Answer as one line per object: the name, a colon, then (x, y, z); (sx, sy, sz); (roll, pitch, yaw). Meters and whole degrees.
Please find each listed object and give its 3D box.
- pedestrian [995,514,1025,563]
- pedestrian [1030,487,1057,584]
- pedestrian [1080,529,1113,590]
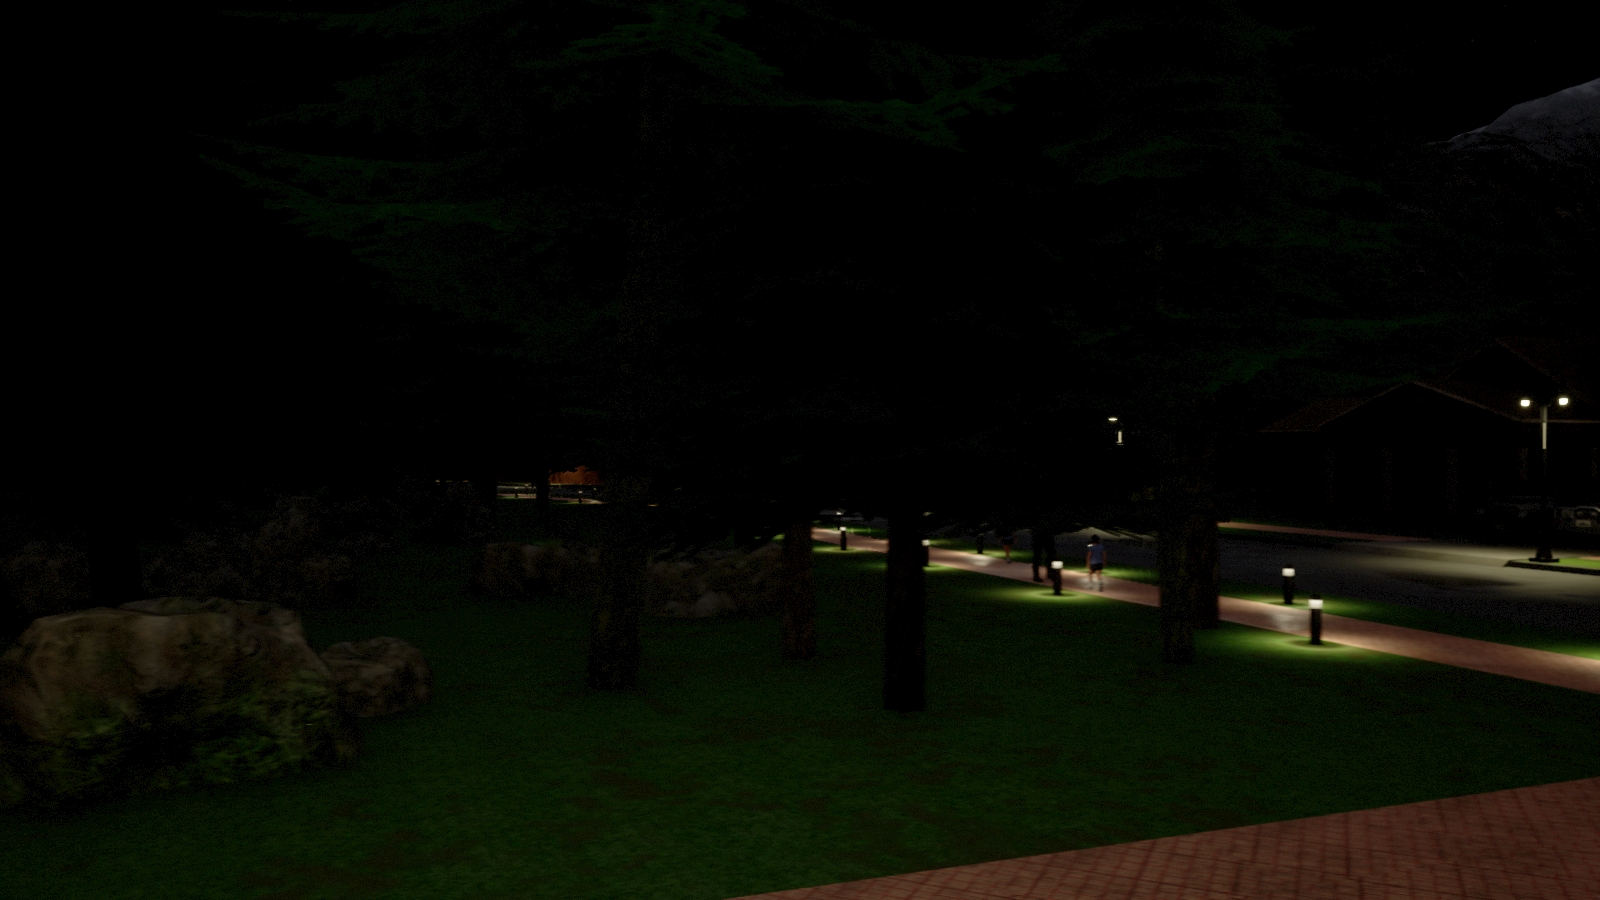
pedestrian: (4.868, 2.044, 26.440); (0.500, 1.100, 0.500); (0, 0, -19)
pedestrian: (4.757, 1.662, 22.347); (0.375, 1.860, 0.375); (0, 0, -19)
pedestrian: (5.535, 2.044, 21.343); (0.500, 1.100, 0.500); (0, 0, 0)
